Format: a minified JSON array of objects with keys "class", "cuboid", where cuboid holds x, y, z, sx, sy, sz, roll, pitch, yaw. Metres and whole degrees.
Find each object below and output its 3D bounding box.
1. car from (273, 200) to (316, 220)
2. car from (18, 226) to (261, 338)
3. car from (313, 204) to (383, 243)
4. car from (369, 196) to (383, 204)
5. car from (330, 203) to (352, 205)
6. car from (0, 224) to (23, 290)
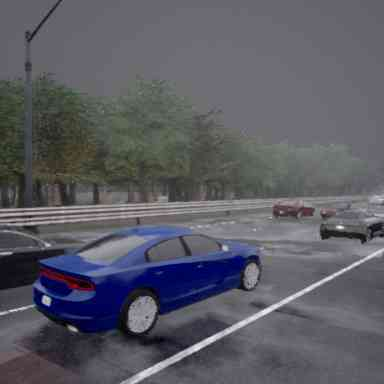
[{"class":"car","cuboid":[8.355,1.346,26.781,1.882,1.535,5.008,0,0,42]},{"class":"car","cuboid":[-0.465,1.436,6.735,1.882,1.535,5.008,0,0,43]},{"class":"car","cuboid":[7.615,1.465,15.575,1.994,1.385,4.181,0,0,42]},{"class":"car","cuboid":[27.715,1.325,49.536,1.812,1.442,4.674,0,0,39]},{"class":"car","cuboid":[11.367,1.465,24.888,1.895,1.301,4.718,0,0,41]},{"class":"car","cuboid":[-4.487,1.475,7.401,1.837,1.490,4.892,0,0,43]}]
